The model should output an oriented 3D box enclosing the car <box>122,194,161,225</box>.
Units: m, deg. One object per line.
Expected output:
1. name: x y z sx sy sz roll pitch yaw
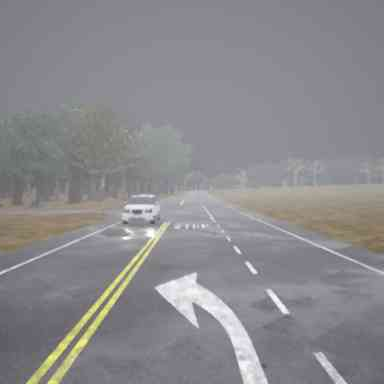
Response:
1. car: -3.520 1.214 23.990 2.150 2.045 5.566 0 0 0
